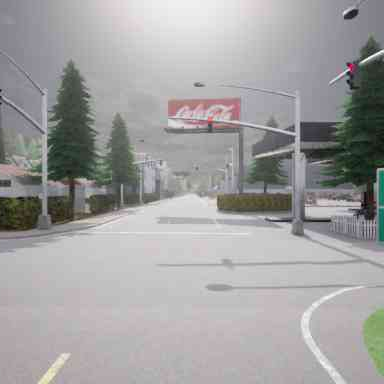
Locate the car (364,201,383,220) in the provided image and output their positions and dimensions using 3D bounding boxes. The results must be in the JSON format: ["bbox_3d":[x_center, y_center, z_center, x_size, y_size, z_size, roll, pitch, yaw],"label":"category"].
[{"bbox_3d":[18.709,1.672,30.617,4.611,1.667,2.242,0,0,0],"label":"car"}]

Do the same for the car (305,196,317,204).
[{"bbox_3d":[22.532,1.553,64.012,1.970,1.475,3.806,0,0,0],"label":"car"}]

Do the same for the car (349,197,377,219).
[{"bbox_3d":[14.379,1.505,24.949,3.866,1.878,1.905,0,0,0],"label":"car"}]

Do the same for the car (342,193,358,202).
[{"bbox_3d":[34.940,1.490,71.797,2.007,1.523,4.514,0,0,0],"label":"car"}]
